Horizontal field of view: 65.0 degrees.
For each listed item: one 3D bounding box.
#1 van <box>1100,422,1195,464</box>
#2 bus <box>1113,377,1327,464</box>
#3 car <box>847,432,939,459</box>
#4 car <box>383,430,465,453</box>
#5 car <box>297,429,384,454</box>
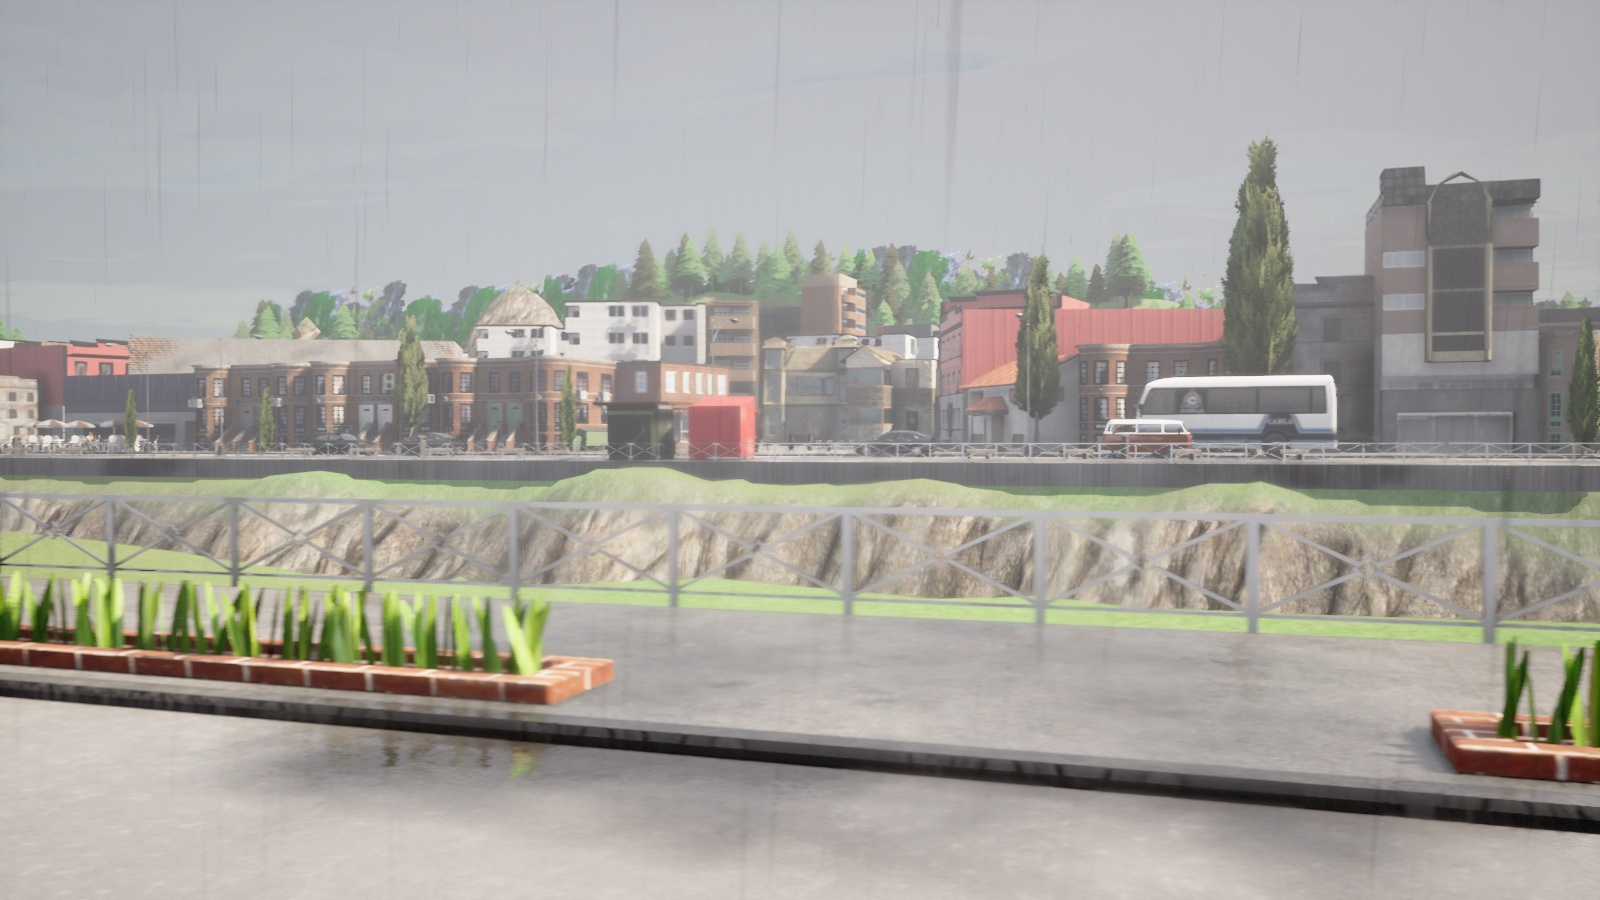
[{"bbox_3d":[17.436,-0.393,62.956,4.480,2.038,2.069,1,1,19],"label":"van"},{"bbox_3d":[21.868,-1.517,65.503,10.273,4.253,3.944,1,1,21],"label":"bus"},{"bbox_3d":[5.277,-0.290,71.262,4.892,1.490,1.837,1,1,19],"label":"car"},{"bbox_3d":[-24.311,-0.560,81.208,4.892,1.490,1.837,1,1,19],"label":"car"},{"bbox_3d":[-28.698,-0.560,78.462,5.008,1.535,1.882,1,1,19],"label":"car"}]
